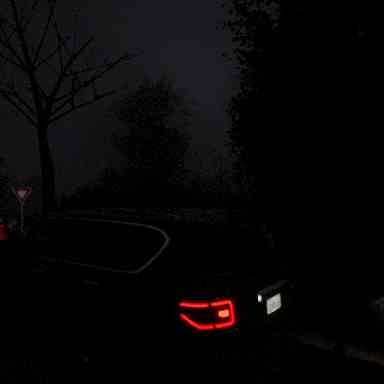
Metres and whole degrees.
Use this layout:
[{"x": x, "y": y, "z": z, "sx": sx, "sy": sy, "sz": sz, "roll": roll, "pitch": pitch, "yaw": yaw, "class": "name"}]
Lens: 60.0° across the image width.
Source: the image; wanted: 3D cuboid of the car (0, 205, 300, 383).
[{"x": -1.248, "y": 1.225, "z": 5.048, "sx": 5.566, "sy": 2.045, "sz": 2.150, "roll": 0, "pitch": 0, "yaw": 39, "class": "car"}]
